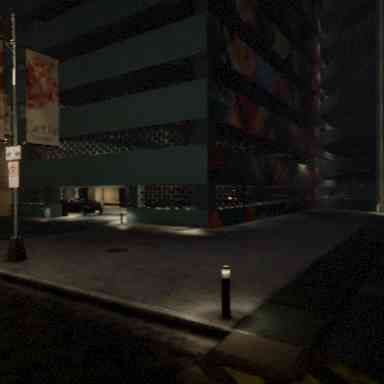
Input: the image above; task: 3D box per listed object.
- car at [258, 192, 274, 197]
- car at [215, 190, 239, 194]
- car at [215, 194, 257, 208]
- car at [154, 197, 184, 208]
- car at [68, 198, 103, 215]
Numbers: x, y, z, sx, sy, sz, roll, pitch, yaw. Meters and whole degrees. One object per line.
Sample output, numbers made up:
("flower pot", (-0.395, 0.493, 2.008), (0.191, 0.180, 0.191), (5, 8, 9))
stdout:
("car", (19.342, 0.826, 88.109), (4.892, 1.521, 2.231), (0, 0, 34))
("car", (6.297, 0.651, 54.873), (5.566, 2.045, 2.435), (0, 0, 34))
("car", (2.389, 1.141, 26.261), (4.674, 1.452, 2.002), (0, 0, 34))
("car", (-3.265, 1.236, 39.021), (4.718, 1.301, 1.895), (0, 0, 34))
("car", (-10.045, 1.282, 29.598), (4.786, 1.482, 2.161), (0, 0, 34))
